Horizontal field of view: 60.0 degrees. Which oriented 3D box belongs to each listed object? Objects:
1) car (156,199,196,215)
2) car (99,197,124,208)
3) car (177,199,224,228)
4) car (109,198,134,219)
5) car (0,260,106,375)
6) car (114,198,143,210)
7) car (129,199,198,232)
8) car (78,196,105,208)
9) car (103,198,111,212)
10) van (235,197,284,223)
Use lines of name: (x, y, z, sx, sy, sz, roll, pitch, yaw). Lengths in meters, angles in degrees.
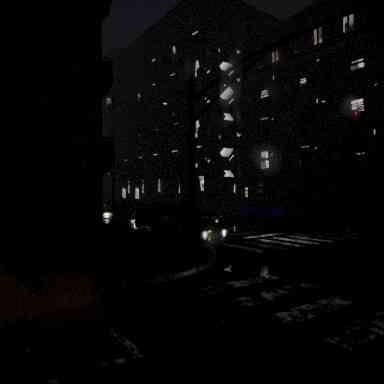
car: (-1.761, 1.449, 34.235, 1.752, 1.417, 4.829, 0, 0, -36)
car: (-11.616, 1.463, 47.858, 1.887, 1.381, 4.507, -1, 0, -36)
car: (0.043, 1.473, 21.859, 2.128, 1.511, 4.902, -1, 0, -36)
car: (-5.350, 1.532, 29.308, 1.994, 1.385, 4.181, -1, 0, -37)
car: (-3.559, 1.525, 4.030, 4.829, 1.417, 1.752, 0, 0, -35)
car: (-8.298, 1.463, 43.271, 1.887, 1.381, 4.507, -1, 0, -36)
car: (-1.826, 1.441, 20.026, 1.967, 1.590, 4.097, 0, 0, -36)
car: (-14.261, 1.429, 47.003, 2.128, 1.511, 4.902, -1, 0, -36)
car: (-11.337, 1.439, 37.608, 1.882, 1.535, 5.008, -1, 0, -36)
van: (4.975, 1.280, 24.922, 1.690, 1.788, 3.998, 0, 0, -36)
